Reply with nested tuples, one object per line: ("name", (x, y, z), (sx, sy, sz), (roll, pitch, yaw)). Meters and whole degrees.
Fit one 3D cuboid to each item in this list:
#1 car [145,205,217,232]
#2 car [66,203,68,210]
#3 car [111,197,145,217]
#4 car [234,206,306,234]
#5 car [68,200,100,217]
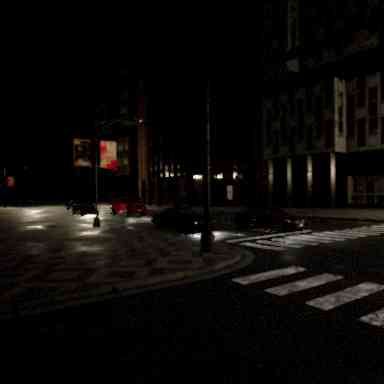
("car", (-0.703, 1.698, 21.570), (2.033, 1.411, 5.357), (-1, 0, -36))
("car", (-17.714, 1.969, 51.122), (2.097, 1.767, 4.553), (-1, 0, -36))
("car", (-6.896, 1.533, 35.818), (2.150, 2.045, 5.566), (-1, 0, -36))
("car", (4.530, 1.574, 19.947), (1.812, 1.442, 4.674), (-1, 0, -37))
("car", (-11.905, 1.888, 37.253), (1.882, 1.535, 5.008), (-1, 0, -35))
